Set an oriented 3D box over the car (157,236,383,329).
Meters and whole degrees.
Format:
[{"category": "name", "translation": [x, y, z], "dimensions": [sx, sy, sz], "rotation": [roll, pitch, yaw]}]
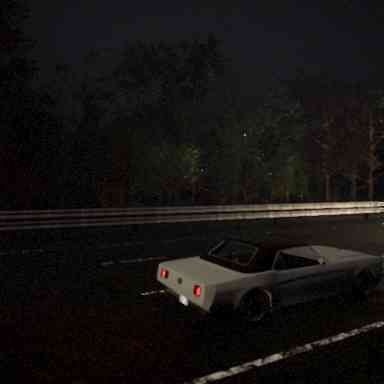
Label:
[{"category": "car", "translation": [1.795, 1.590, 6.861], "dimensions": [4.718, 1.301, 1.895], "rotation": [0, 0, -29]}]
